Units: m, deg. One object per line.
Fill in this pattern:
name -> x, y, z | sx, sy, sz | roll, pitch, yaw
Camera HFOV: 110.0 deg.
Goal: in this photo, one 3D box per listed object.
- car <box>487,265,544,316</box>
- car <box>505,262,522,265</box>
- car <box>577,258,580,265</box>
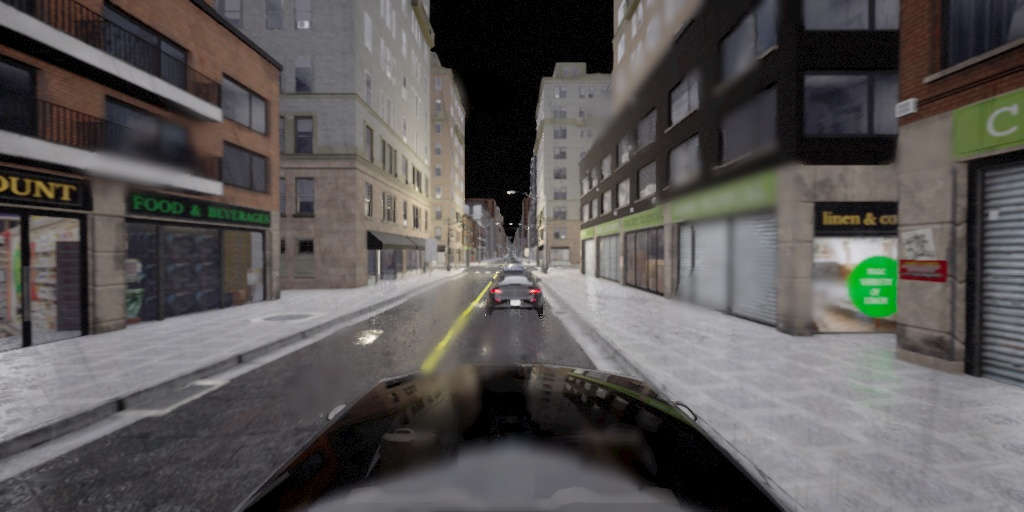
car -> 0.111, 1.217, 12.968 | 1.812, 1.442, 4.674 | 0, 0, 0
car -> 0.102, 1.147, 28.973 | 2.033, 1.411, 5.357 | 0, 0, 0
car -> 12.100, 0.587, 52.310 | 5.009, 1.841, 2.192 | 0, 0, 0
